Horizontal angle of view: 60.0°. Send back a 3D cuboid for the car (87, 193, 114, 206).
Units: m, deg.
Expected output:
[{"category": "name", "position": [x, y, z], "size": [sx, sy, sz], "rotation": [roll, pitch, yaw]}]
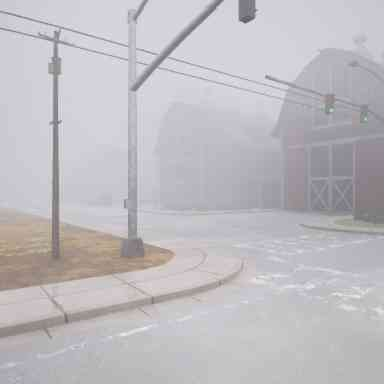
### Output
[{"category": "car", "position": [-13.828, 1.118, 50.596], "size": [3.866, 1.878, 1.905], "rotation": [-2, 5, 11]}]
